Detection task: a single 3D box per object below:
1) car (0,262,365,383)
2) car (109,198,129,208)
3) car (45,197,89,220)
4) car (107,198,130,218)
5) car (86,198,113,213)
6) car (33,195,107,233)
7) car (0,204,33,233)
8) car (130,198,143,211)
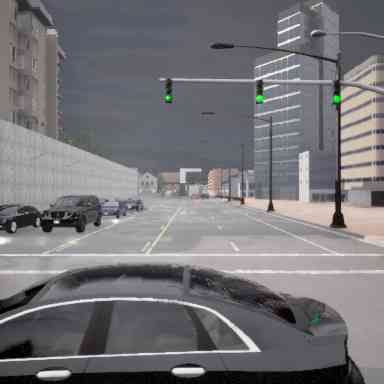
[{"bbox_3d":[-0.958,1.536,3.288,4.892,1.490,1.837,0,0,0],"label":"car"},{"bbox_3d":[-10.570,1.601,48.528,1.895,1.301,4.718,0,0,0],"label":"car"},{"bbox_3d":[-10.608,1.352,28.650,2.097,1.767,4.553,0,0,0],"label":"car"},{"bbox_3d":[-7.107,1.526,29.854,1.812,1.442,4.674,0,0,0],"label":"car"},{"bbox_3d":[-10.605,1.505,38.468,1.837,1.490,4.892,0,0,0],"label":"car"},{"bbox_3d":[-7.102,1.221,20.214,2.150,2.045,5.566,0,0,0],"label":"car"},{"bbox_3d":[-10.606,1.505,19.582,1.837,1.490,4.892,0,0,0],"label":"car"},{"bbox_3d":[-7.102,1.491,40.197,2.128,1.511,4.902,0,0,0],"label":"car"}]
